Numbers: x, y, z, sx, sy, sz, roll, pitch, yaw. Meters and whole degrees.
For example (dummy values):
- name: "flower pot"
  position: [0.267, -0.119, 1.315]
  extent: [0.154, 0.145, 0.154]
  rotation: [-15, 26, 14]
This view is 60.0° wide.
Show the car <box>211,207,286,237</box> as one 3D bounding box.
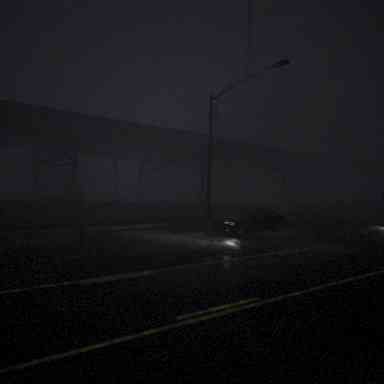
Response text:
- name: "car"
  position: [3.335, 1.626, 19.267]
  extent: [5.008, 1.535, 1.882]
  rotation: [1, 0, -35]
